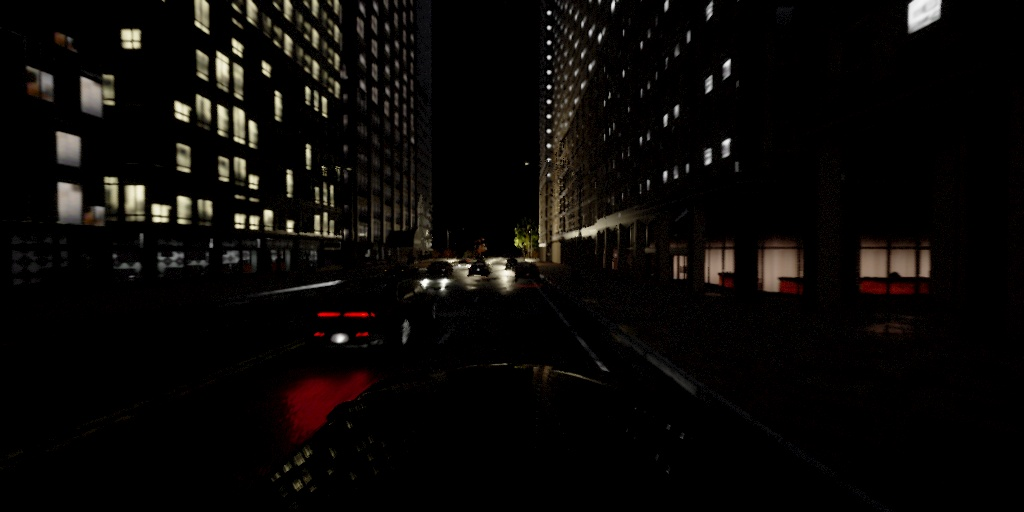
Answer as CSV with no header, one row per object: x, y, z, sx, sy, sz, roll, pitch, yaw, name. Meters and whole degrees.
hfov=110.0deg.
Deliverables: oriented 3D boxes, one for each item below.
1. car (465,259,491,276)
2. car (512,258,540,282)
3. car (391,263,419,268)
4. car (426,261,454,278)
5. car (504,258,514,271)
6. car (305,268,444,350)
-3.158,1.248,35.498,1.994,1.385,4.181,0,0,0,car
1.132,1.178,28.280,1.882,1.535,5.008,0,0,0,car
-9.844,1.291,32.095,1.895,1.301,4.718,0,0,0,car
-6.590,1.167,32.889,1.882,1.535,5.008,0,0,0,car
0.000,1.162,47.478,1.837,1.490,4.892,0,0,0,car
-3.170,1.244,9.038,1.837,1.490,4.892,0,1,0,car
